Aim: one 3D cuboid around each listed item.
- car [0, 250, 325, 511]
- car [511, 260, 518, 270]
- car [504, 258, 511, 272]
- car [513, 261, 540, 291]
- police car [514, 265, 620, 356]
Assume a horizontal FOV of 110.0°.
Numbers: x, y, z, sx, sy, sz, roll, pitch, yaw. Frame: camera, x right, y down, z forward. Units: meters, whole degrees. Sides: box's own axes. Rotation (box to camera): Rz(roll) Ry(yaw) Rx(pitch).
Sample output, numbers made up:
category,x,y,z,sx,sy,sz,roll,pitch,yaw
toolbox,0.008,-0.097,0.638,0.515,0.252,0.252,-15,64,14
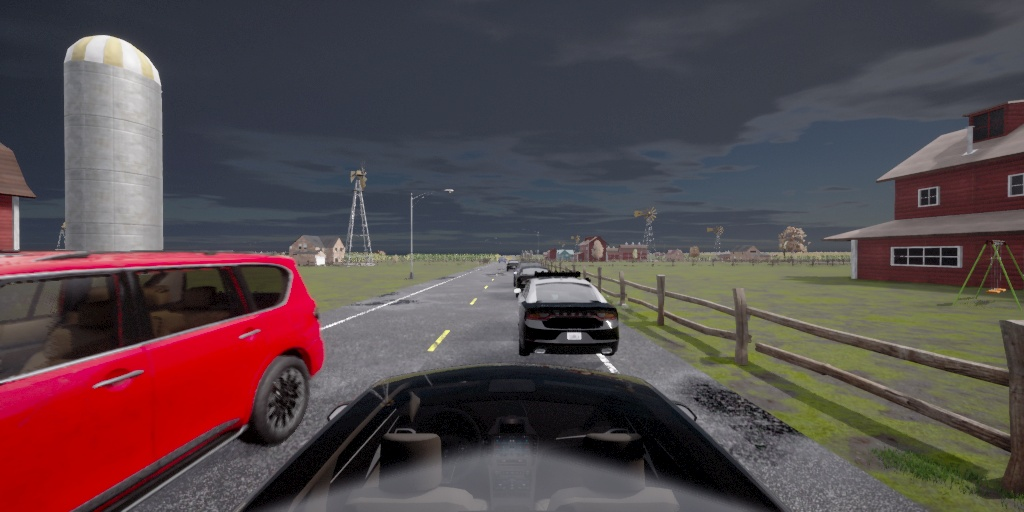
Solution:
category,x,y,z,sx,sy,sz,roll,pitch,yaw
car,-3.494,0.970,2.358,2.150,2.045,5.566,0,0,0
car,1.147,1.109,24.617,2.097,1.767,4.553,0,0,0
car,0.249,1.267,48.300,1.882,1.535,5.008,0,0,0
car,1.123,1.231,18.646,1.882,1.535,5.008,0,0,0
police car,1.082,1.175,8.755,1.930,1.638,5.238,0,0,0
